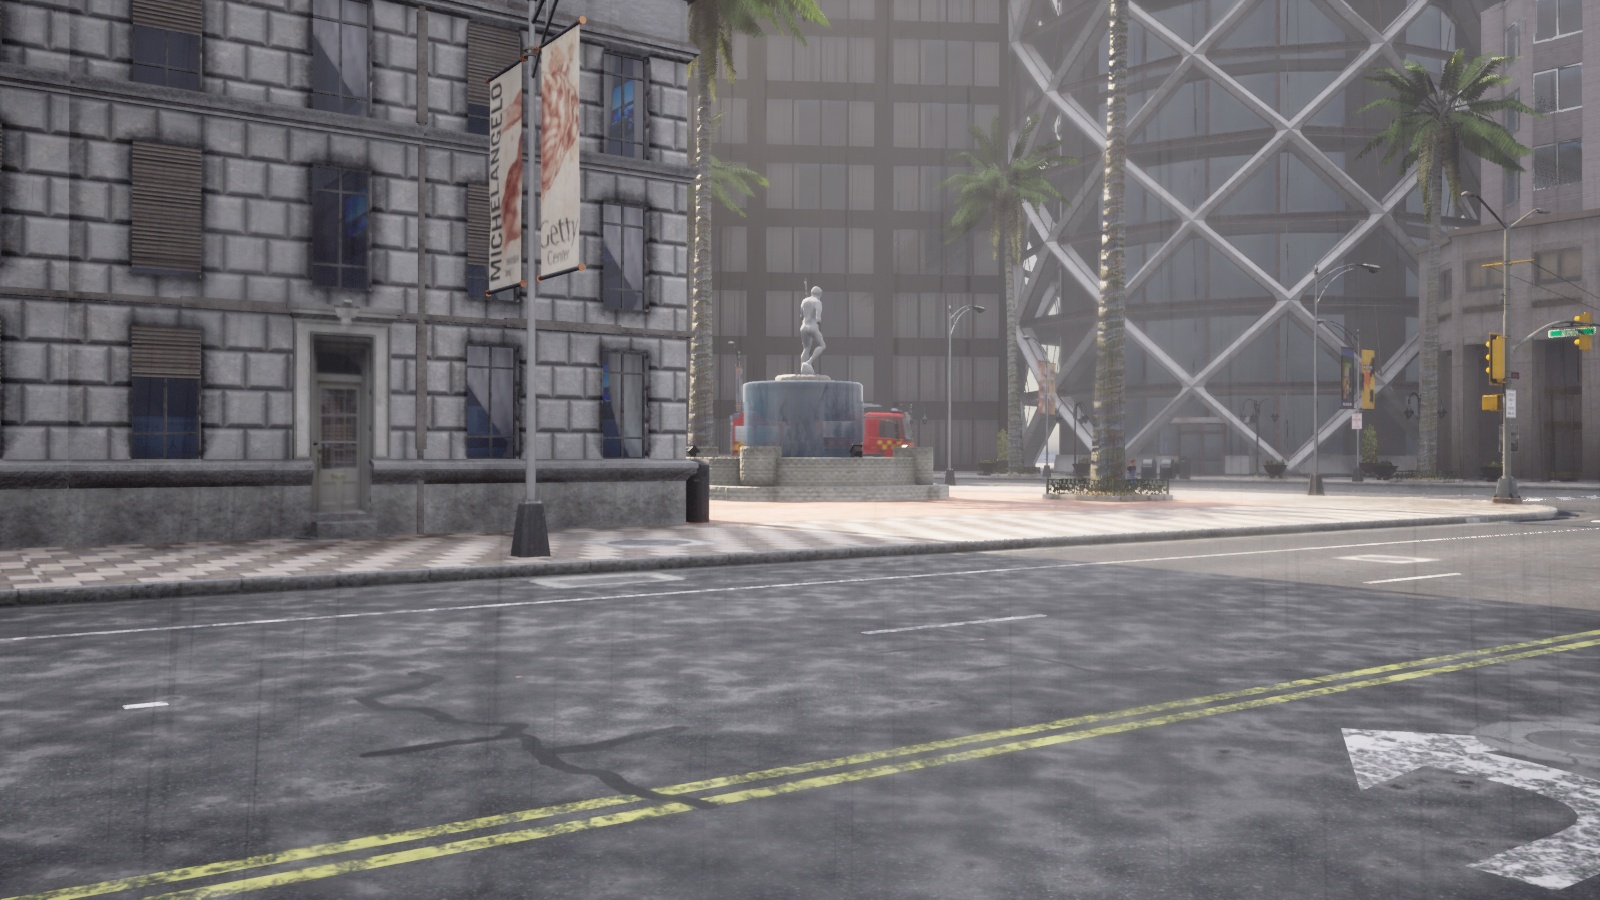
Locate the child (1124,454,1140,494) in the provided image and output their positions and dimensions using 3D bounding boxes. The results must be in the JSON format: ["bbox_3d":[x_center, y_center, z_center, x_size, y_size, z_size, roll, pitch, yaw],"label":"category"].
[{"bbox_3d":[10.591,0.757,40.067,0.270,1.263,0.437,0,0,-35],"label":"child"}]

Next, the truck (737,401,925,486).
[{"bbox_3d":[1.483,-0.279,58.970,8.468,3.827,2.891,0,0,10],"label":"truck"}]
